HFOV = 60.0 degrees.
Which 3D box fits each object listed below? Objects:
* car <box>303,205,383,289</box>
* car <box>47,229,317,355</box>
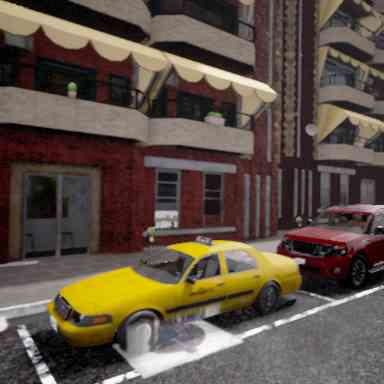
[{"bbox_3d":[4.641,1.329,9.426,5.009,1.841,2.192,0,1,-36],"label":"car"},{"bbox_3d":[0.012,1.538,6.097,4.829,1.417,1.752,0,1,-36],"label":"car"}]
